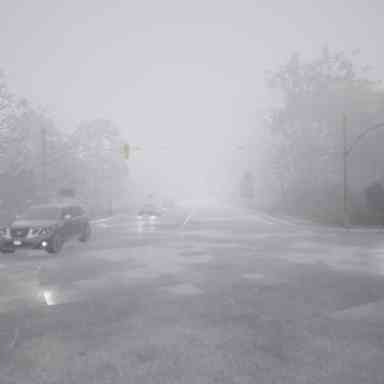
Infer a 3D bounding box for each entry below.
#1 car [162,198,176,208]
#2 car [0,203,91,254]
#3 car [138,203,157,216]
[{"bbox_3d":[-4.491,2.134,65.573,2.150,2.045,5.566,-1,0,2],"label":"car"},{"bbox_3d":[-6.374,1.565,15.097,2.150,2.045,5.566,-1,-1,2],"label":"car"},{"bbox_3d":[-5.413,2.159,40.788,1.837,1.490,4.892,-1,1,2],"label":"car"}]
